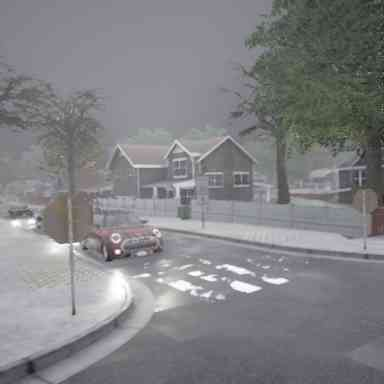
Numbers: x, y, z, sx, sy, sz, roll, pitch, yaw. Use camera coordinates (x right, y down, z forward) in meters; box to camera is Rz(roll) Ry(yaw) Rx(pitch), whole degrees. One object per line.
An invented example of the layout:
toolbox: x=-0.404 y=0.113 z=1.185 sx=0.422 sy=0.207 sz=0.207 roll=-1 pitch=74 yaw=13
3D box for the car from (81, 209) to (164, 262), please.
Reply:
car: x=-2.949 y=1.549 z=13.369 sx=2.097 sy=1.767 sz=4.553 roll=-3 pitch=1 yaw=-33

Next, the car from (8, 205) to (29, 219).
car: x=-17.955 y=2.016 z=34.896 sx=1.895 sy=1.301 sz=4.718 roll=-3 pitch=1 yaw=-35

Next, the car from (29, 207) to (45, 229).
car: x=-9.202 y=1.775 z=22.411 sx=2.128 sy=1.511 sz=4.902 roll=-3 pitch=1 yaw=-35
